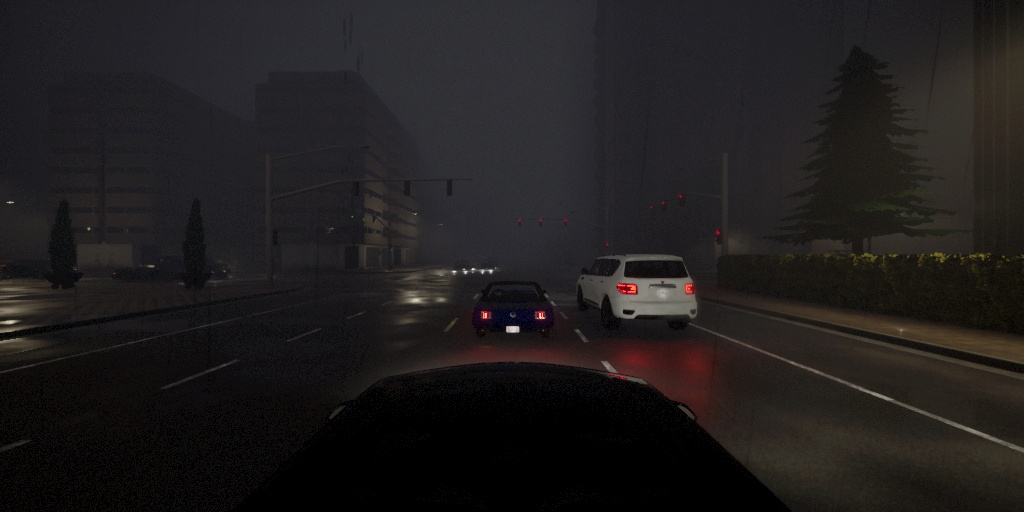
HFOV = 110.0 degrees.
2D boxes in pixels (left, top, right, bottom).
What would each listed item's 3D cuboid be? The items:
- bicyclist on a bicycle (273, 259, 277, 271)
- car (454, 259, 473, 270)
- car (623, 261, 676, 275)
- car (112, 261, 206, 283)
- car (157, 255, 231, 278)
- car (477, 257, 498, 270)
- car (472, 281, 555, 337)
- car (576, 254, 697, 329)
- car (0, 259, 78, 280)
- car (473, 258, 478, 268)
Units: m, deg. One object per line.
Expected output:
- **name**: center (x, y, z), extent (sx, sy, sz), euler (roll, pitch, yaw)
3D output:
- **bicyclist on a bicycle**: center (-28.701, 1.051, 42.895), extent (0.582, 1.620, 1.656), euler (0, 0, 0)
- **car**: center (-7.163, 1.228, 51.739), extent (1.882, 1.535, 5.008), euler (0, 0, 0)
- **car**: center (14.492, 1.255, 37.986), extent (4.892, 1.490, 1.837), euler (0, 0, 4)
- **car**: center (-27.144, 1.297, 27.398), extent (5.357, 1.411, 2.033), euler (0, 0, 0)
- **car**: center (-27.505, 0.972, 30.902), extent (5.566, 2.045, 2.150), euler (0, 0, 0)
- **car**: center (-3.659, 1.314, 53.982), extent (1.994, 1.385, 4.181), euler (0, 0, 0)
- **car**: center (0.043, 1.351, 10.233), extent (1.895, 1.301, 4.718), euler (0, 0, 0)
- **car**: center (3.573, 0.971, 11.362), extent (2.150, 2.045, 5.566), euler (0, 0, -2)
- **car**: center (-40.701, 1.102, 31.020), extent (4.553, 1.767, 2.097), euler (0, 0, 1)
- **car**: center (-7.170, 1.351, 61.163), extent (1.895, 1.301, 4.718), euler (0, 0, 0)
